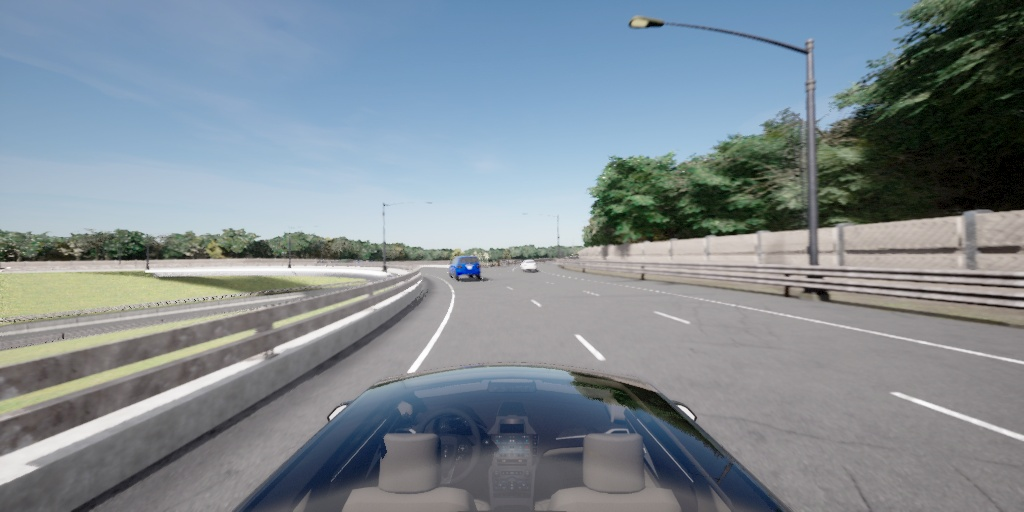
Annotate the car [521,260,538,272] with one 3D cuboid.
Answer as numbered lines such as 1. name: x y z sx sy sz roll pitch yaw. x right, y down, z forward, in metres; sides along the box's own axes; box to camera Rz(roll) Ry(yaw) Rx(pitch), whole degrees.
1. car: 2.142 1.230 45.340 1.812 1.442 4.674 -1 0 -2

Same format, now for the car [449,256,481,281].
1. car: -4.210 1.049 31.714 2.150 2.045 5.566 -1 0 -17
